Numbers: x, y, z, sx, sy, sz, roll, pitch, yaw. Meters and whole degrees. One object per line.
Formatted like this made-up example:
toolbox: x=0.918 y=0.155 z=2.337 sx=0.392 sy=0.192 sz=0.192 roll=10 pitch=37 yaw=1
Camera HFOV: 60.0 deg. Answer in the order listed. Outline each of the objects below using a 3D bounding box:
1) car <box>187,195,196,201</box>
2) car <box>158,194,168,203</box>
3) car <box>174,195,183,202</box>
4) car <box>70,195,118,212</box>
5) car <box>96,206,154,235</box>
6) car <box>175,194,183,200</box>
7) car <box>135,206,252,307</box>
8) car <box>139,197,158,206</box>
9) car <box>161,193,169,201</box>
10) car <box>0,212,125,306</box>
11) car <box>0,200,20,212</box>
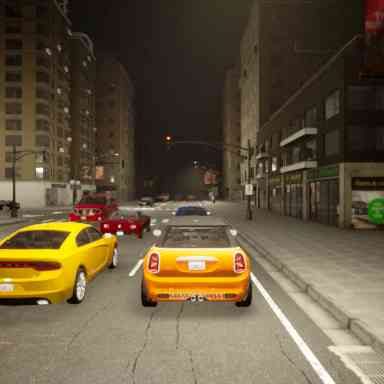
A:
car: x=-0.177 y=1.399 z=80.741 sx=2.097 sy=1.767 sz=4.553 roll=0 pitch=0 yaw=0
car: x=-6.654 y=1.635 z=68.664 sx=1.895 sy=1.301 sz=4.718 roll=0 pitch=0 yaw=0
car: x=-3.426 y=1.543 z=80.347 sx=1.837 sy=1.490 sz=4.892 roll=0 pitch=0 yaw=0
car: x=-6.649 y=1.225 z=23.152 sx=2.150 sy=2.045 sz=5.566 roll=0 pitch=0 yaw=0
car: x=-3.288 y=1.603 z=17.404 sx=1.895 sy=1.301 sz=4.718 roll=0 pitch=0 yaw=0
car: x=-3.450 y=1.421 z=90.768 sx=1.882 sy=1.535 sz=5.008 roll=0 pitch=0 yaw=0
car: x=0.082 y=1.353 z=8.140 sx=2.097 sy=1.767 sz=4.553 roll=0 pitch=0 yaw=0
car: x=-6.704 y=1.509 z=49.443 sx=2.128 sy=1.511 sz=4.902 roll=0 pitch=0 yaw=0
car: x=-6.676 y=1.266 z=80.031 sx=2.150 sy=2.045 sz=5.566 roll=0 pitch=0 yaw=0
car: x=-3.167 y=1.478 z=8.148 sx=1.882 sy=1.535 sz=5.008 roll=0 pitch=0 yaw=0
car: x=-22.233 y=1.597 z=38.484 sx=4.313 sy=1.339 sz=1.947 roll=0 pitch=0 yaw=0
